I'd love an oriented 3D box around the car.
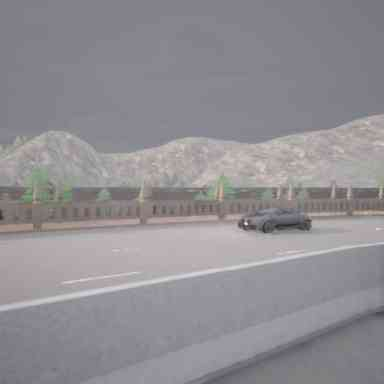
[{"bbox_3d":[4.656,1.511,18.637,4.181,1.385,1.994,0,0,-27],"label":"car"}]
